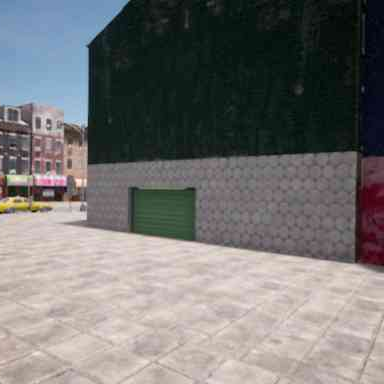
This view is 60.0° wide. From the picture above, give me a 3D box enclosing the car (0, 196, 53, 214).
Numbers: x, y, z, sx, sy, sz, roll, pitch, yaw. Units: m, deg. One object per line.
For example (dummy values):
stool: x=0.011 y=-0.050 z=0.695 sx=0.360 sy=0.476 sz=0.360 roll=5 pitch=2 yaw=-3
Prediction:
car: x=-13.522 y=1.008 z=26.395 sx=1.752 sy=1.417 sz=4.829 roll=1 pitch=0 yaw=36
